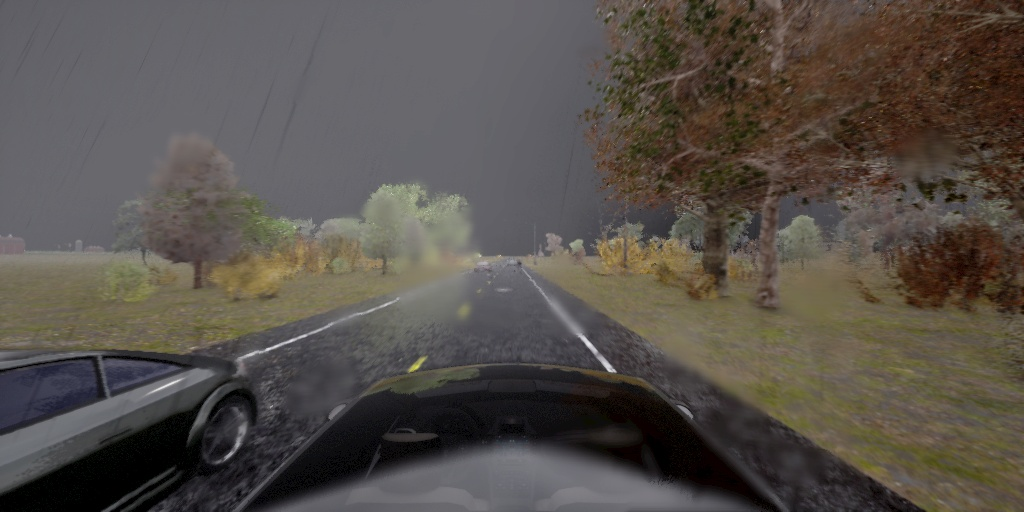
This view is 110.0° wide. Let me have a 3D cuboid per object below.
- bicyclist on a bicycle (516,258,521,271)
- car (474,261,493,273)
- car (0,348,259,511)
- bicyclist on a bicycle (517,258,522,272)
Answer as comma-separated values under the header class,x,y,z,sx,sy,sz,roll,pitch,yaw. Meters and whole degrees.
class,x,y,z,sx,sy,sz,roll,pitch,yaw
bicyclist on a bicycle,0.966,1.245,52.303,0.659,1.776,1.843,0,0,0
car,-3.561,1.384,45.089,1.812,1.442,4.674,0,0,0
car,-3.600,1.315,1.967,1.994,1.385,4.181,0,0,0
bicyclist on a bicycle,0.965,1.224,43.304,0.659,1.776,1.843,0,0,0
